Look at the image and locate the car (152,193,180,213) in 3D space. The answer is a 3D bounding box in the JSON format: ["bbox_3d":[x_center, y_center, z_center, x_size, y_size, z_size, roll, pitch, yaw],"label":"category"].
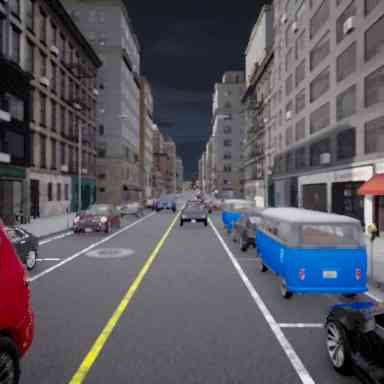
[{"bbox_3d":[-2.824,1.248,37.502,2.150,2.045,5.566,0,0,0],"label":"car"}]

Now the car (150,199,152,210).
[{"bbox_3d":[-5.375,1.576,41.284,1.887,1.381,4.507,0,0,0],"label":"car"}]

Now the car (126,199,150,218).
[{"bbox_3d":[-5.378,1.571,30.262,2.008,1.369,4.403,0,0,0],"label":"car"}]

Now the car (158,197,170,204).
[{"bbox_3d":[-5.368,1.617,63.328,1.947,1.339,4.313,0,0,0],"label":"car"}]

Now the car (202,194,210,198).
[{"bbox_3d":[2.652,1.477,46.793,1.967,1.590,4.097,0,0,0],"label":"car"}]

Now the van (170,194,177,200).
[{"bbox_3d":[-5.379,1.414,95.292,1.690,1.788,3.998,0,0,0],"label":"van"}]

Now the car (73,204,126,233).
[{"bbox_3d":[-5.382,1.450,19.240,1.967,1.590,4.097,0,0,0],"label":"car"}]

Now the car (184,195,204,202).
[{"bbox_3d":[0.114,1.526,44.175,2.128,1.511,4.902,0,0,0],"label":"car"}]

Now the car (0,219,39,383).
[{"bbox_3d":[-2.836,1.224,1.477,2.150,2.045,5.566,0,0,0],"label":"car"}]

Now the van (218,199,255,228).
[{"bbox_3d":[2.643,1.351,19.238,1.690,1.788,3.998,0,0,0],"label":"van"}]

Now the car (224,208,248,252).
[{"bbox_3d":[2.642,1.556,13.727,2.008,1.369,4.403,0,0,0],"label":"car"}]

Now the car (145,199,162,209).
[{"bbox_3d":[-5.373,1.619,46.795,1.802,1.307,4.206,0,0,0],"label":"car"}]

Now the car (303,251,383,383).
[{"bbox_3d":[2.639,1.567,2.706,1.947,1.339,4.313,0,0,0],"label":"car"}]

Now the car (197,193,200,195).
[{"bbox_3d":[2.657,1.366,63.326,2.192,1.841,5.009,0,0,0],"label":"car"}]

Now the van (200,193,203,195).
[{"bbox_3d":[2.655,1.387,57.814,1.690,1.788,3.998,0,0,0],"label":"van"}]

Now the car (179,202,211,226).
[{"bbox_3d":[0.111,1.615,23.771,1.895,1.301,4.718,0,0,0],"label":"car"}]

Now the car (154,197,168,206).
[{"bbox_3d":[-5.370,1.591,57.817,1.887,1.381,4.507,0,0,0],"label":"car"}]

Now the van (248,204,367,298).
[{"bbox_3d":[2.640,1.344,8.216,1.690,1.788,3.998,0,0,0],"label":"van"}]

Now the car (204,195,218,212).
[{"bbox_3d":[2.648,1.466,35.770,1.967,1.590,4.097,0,0,0],"label":"car"}]

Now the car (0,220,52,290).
[{"bbox_3d":[-5.385,1.553,8.219,2.008,1.369,4.403,0,0,0],"label":"car"}]
